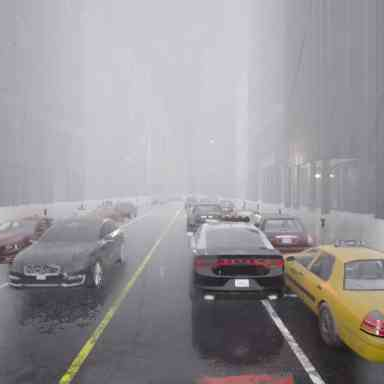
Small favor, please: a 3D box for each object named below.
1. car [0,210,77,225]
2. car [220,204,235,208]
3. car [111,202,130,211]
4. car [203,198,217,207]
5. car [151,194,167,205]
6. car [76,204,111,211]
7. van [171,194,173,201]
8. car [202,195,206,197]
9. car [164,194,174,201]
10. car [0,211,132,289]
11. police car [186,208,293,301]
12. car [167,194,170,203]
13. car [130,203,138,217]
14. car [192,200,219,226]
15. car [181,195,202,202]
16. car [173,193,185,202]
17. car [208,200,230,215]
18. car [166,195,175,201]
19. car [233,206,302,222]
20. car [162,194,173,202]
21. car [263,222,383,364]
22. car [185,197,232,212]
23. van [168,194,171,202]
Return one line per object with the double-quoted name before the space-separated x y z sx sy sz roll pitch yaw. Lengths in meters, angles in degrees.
"car" -5.775 1.546 11.564 1.887 1.381 4.507 0 0 0
"car" 2.743 1.547 17.255 1.887 1.381 4.507 0 0 0
"car" -5.787 1.550 22.918 1.887 1.381 4.507 0 0 0
"car" 2.707 1.589 51.320 1.947 1.339 4.313 0 0 0
"car" -5.824 1.468 56.983 1.967 1.590 4.097 0 0 0
"car" -5.781 1.528 17.071 1.752 1.417 4.829 0 0 0
"van" -5.843 1.382 74.016 1.690 1.788 3.998 0 0 0
"car" 2.713 1.459 45.642 1.967 1.590 4.097 0 0 0
"car" -5.855 1.365 85.371 2.192 1.841 5.009 0 0 0
"car" -3.109 1.505 9.272 1.837 1.490 4.892 0 0 0
"police car" 0.891 1.426 8.537 1.930 1.638 5.238 0 0 0
"car" -5.830 1.582 62.660 2.008 1.369 4.403 0 0 0
"car" -5.794 1.574 28.596 1.947 1.339 4.313 0 0 0
"car" 0.873 1.461 24.617 1.801 1.575 5.366 0 0 0
"car" -0.031 1.511 45.243 2.128 1.511 4.902 0 0 0
"car" -3.082 1.548 76.863 1.837 1.490 4.892 0 0 0
"car" 2.725 1.578 34.288 1.947 1.339 4.313 0 0 0
"car" -5.861 1.621 91.048 1.947 1.339 4.313 0 0 0
"car" 2.750 1.441 11.578 1.967 1.590 4.097 0 0 0
"car" -5.849 1.360 79.693 2.192 1.841 5.009 0 0 0
"car" 2.756 1.525 6.070 1.752 1.417 4.829 0 0 0
"car" 0.746 1.355 18.382 2.097 1.767 4.553 0 0 -1
"van" -5.836 1.377 68.338 1.690 1.788 3.998 0 0 0
